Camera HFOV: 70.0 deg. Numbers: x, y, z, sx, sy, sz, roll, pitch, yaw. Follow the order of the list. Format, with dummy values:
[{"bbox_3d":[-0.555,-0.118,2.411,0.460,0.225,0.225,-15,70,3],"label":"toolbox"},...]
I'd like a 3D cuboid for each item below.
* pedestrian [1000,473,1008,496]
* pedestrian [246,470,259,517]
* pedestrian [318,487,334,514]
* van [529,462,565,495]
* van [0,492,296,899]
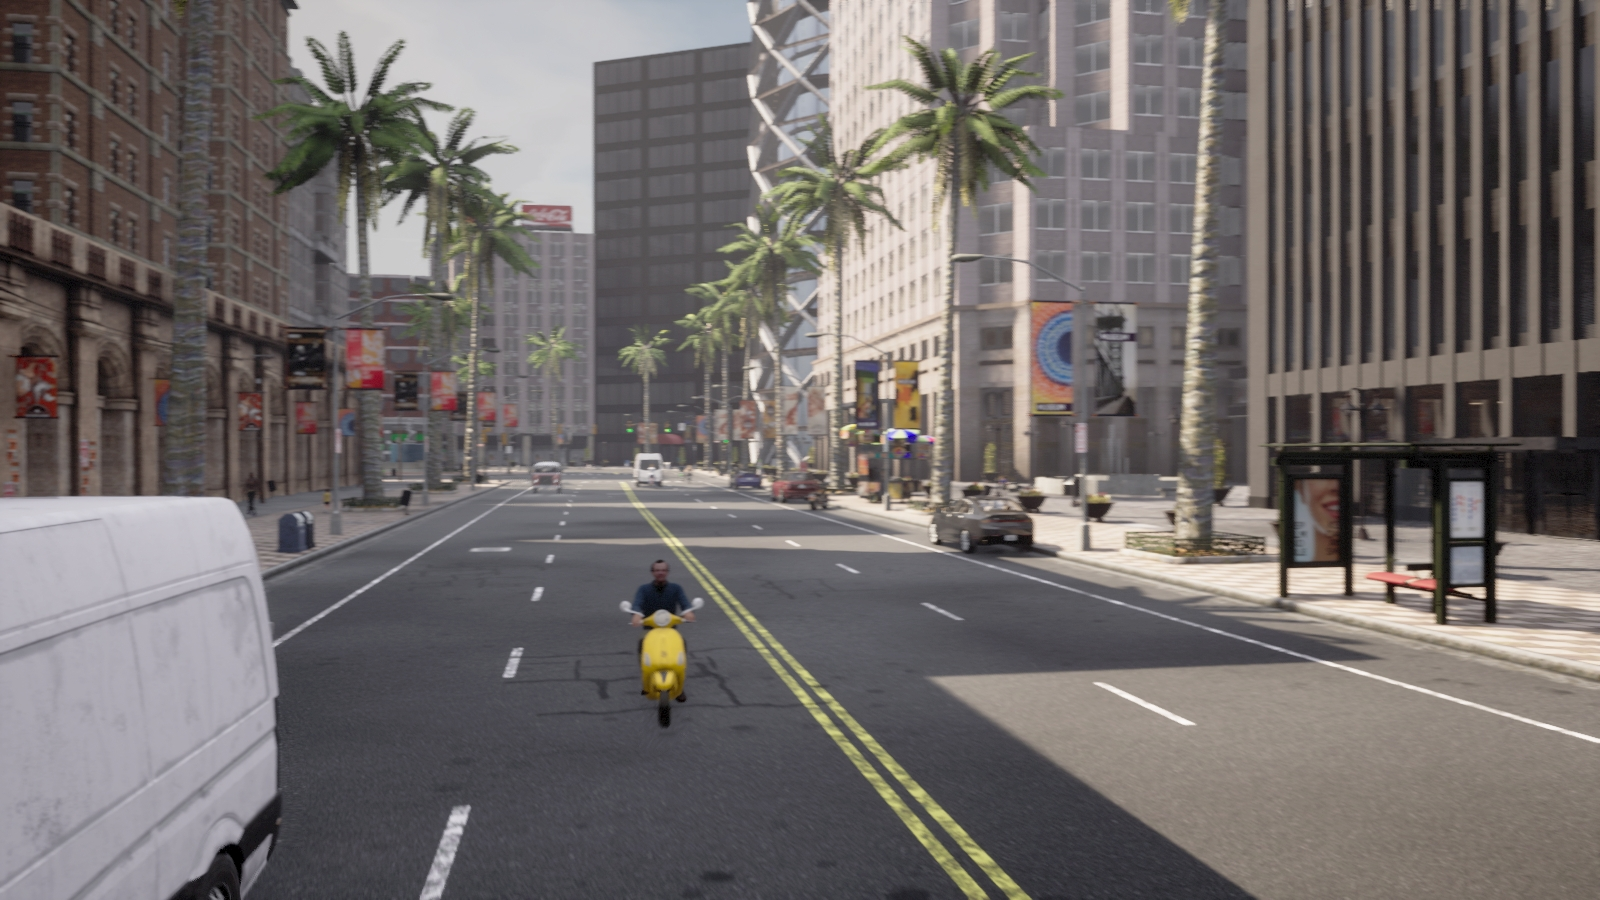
[{"bbox_3d":[11.611,1.977,65.056,0.375,1.300,0.375,0,0,-5],"label":"pedestrian"},{"bbox_3d":[-21.807,1.726,45.526,0.375,1.860,0.375,0,0,-6],"label":"pedestrian"},{"bbox_3d":[-19.834,2.103,47.825,0.500,1.100,0.500,0,0,-2],"label":"pedestrian"},{"bbox_3d":[-16.341,1.804,73.883,2.069,2.038,4.480,0,0,-10],"label":"van"},{"bbox_3d":[-3.740,1.539,4.039,1.988,2.561,5.915,0,0,-7],"label":"van"}]
